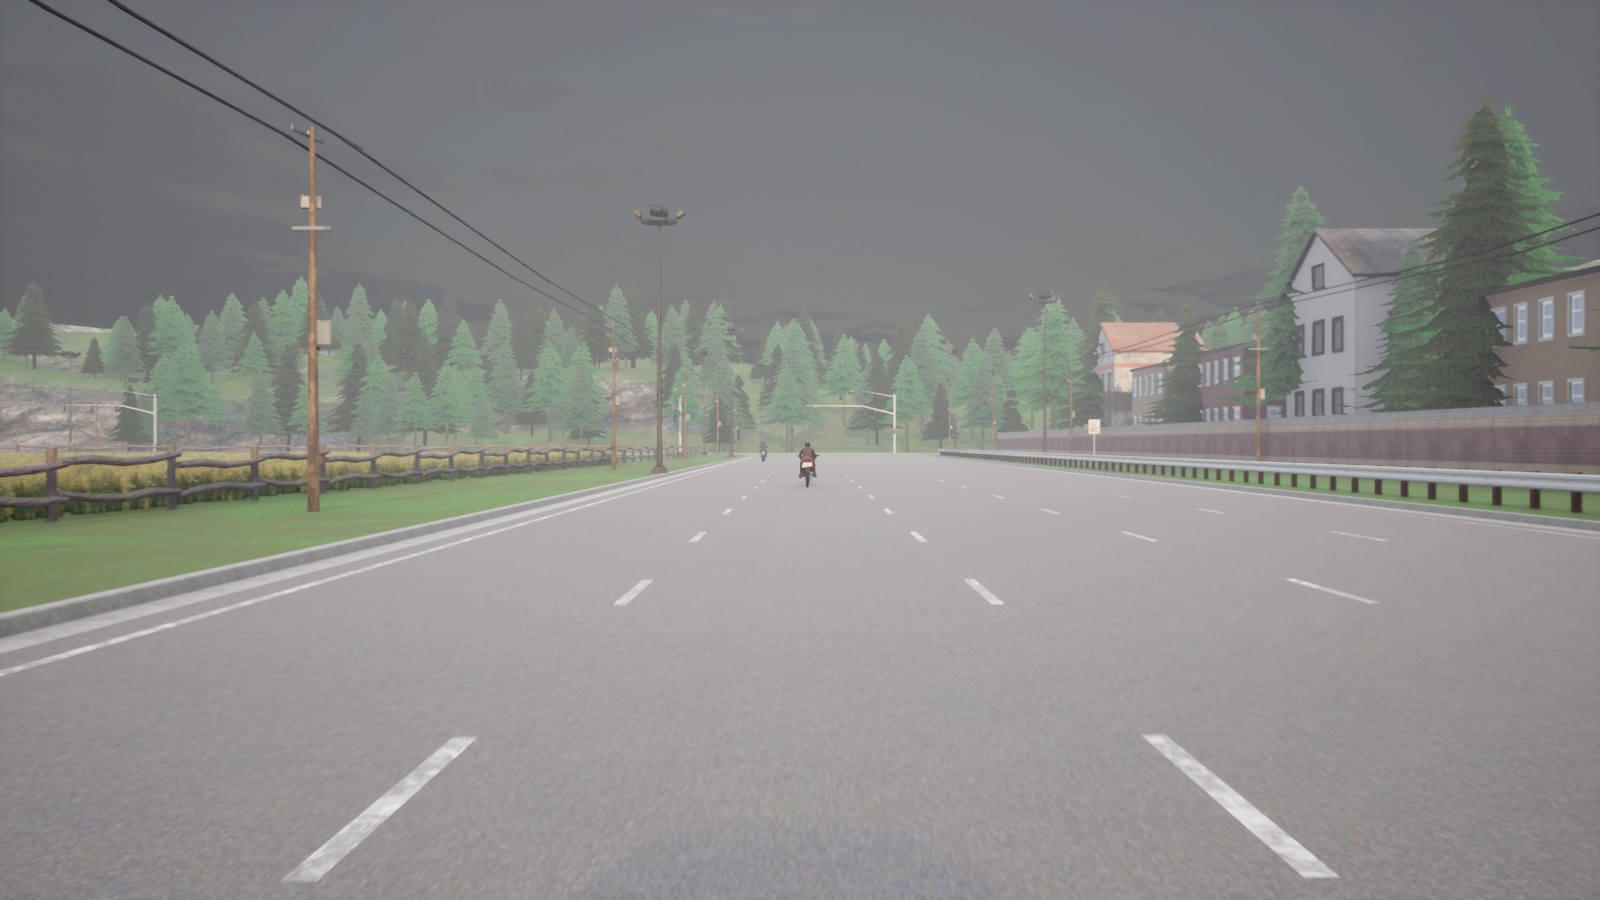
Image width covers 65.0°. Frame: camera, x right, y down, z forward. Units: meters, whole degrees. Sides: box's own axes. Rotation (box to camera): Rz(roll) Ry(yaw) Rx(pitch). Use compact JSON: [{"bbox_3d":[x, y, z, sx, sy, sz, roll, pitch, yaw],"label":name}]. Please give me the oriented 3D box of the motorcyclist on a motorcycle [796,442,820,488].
[{"bbox_3d":[0.257,0.486,42.509,0.797,1.523,2.044,0,0,0],"label":"motorcyclist on a motorcycle"}]
